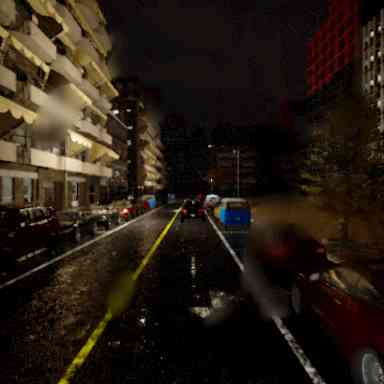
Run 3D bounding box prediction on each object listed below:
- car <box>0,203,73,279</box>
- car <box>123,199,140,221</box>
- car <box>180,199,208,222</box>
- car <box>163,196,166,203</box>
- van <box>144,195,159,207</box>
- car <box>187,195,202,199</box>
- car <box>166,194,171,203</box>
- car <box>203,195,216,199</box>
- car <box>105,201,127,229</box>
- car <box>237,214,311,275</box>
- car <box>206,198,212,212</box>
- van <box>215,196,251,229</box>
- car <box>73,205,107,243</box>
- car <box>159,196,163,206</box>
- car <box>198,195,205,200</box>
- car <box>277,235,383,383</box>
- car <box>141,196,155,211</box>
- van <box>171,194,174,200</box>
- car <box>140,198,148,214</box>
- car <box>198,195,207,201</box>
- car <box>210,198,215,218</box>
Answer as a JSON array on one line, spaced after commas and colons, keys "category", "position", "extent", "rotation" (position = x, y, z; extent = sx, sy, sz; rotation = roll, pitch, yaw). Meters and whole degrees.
[{"category": "car", "position": [-5.710, 1.305, 10.116], "extent": [2.192, 1.841, 5.009], "rotation": [0, 0, 0]}, {"category": "car", "position": [-5.728, 1.417, 26.695], "extent": [1.967, 1.590, 4.097], "rotation": [0, 0, 0]}, {"category": "car", "position": [0.071, 1.500, 26.146], "extent": [1.812, 1.442, 4.674], "rotation": [0, 0, 0]}, {"category": "car", "position": [-5.760, 1.551, 54.328], "extent": [1.802, 1.307, 4.206], "rotation": [0, 0, 0]}, {"category": "van", "position": [-5.748, 1.312, 43.276], "extent": [1.690, 1.788, 3.998], "rotation": [0, 0, 0]}, {"category": "car", "position": [0.047, 1.475, 44.946], "extent": [1.837, 1.490, 4.892], "rotation": [0, 1, 0]}, {"category": "car", "position": [-5.772, 1.536, 65.382], "extent": [1.947, 1.339, 4.313], "rotation": [0, 0, 0]}, {"category": "car", "position": [2.639, 1.409, 37.759], "extent": [1.967, 1.590, 4.097], "rotation": [0, 0, 0]}, {"category": "car", "position": [-5.720, 1.531, 21.170], "extent": [2.008, 1.369, 4.403], "rotation": [0, 0, 0]}, {"category": "car", "position": [2.672, 1.570, 10.125], "extent": [1.802, 1.307, 4.206], "rotation": [0, 0, 0]}, {"category": "car", "position": [2.647, 1.537, 32.232], "extent": [1.947, 1.339, 4.313], "rotation": [0, 0, 0]}, {"category": "van", "position": [2.658, 1.319, 21.179], "extent": [1.690, 1.788, 3.998], "rotation": [0, 0, 0]}, {"category": "car", "position": [-5.714, 1.535, 15.643], "extent": [2.008, 1.369, 4.403], "rotation": [0, 0, 0]}, {"category": "car", "position": [-5.753, 1.552, 48.802], "extent": [1.802, 1.307, 4.206], "rotation": [0, 0, 0]}, {"category": "car", "position": [2.575, 1.526, 93.024], "extent": [1.887, 1.381, 4.507], "rotation": [0, 0, 0]}, {"category": "car", "position": [2.679, 1.576, 4.600], "extent": [1.802, 1.307, 4.206], "rotation": [0, 0, 0]}, {"category": "car", "position": [-5.740, 1.516, 37.749], "extent": [1.887, 1.381, 4.507], "rotation": [0, 0, 0]}, {"category": "van", "position": [-5.807, 1.325, 93.015], "extent": [1.690, 1.788, 3.998], "rotation": [0, 0, 0]}, {"category": "car", "position": [-5.733, 1.540, 32.222], "extent": [1.947, 1.339, 4.313], "rotation": [0, 0, 0]}, {"category": "car", "position": [2.588, 1.518, 81.972], "extent": [1.887, 1.381, 4.507], "rotation": [0, 0, 0]}, {"category": "car", "position": [2.653, 1.499, 26.875], "extent": [1.752, 1.417, 4.829], "rotation": [0, 0, 0]}]
